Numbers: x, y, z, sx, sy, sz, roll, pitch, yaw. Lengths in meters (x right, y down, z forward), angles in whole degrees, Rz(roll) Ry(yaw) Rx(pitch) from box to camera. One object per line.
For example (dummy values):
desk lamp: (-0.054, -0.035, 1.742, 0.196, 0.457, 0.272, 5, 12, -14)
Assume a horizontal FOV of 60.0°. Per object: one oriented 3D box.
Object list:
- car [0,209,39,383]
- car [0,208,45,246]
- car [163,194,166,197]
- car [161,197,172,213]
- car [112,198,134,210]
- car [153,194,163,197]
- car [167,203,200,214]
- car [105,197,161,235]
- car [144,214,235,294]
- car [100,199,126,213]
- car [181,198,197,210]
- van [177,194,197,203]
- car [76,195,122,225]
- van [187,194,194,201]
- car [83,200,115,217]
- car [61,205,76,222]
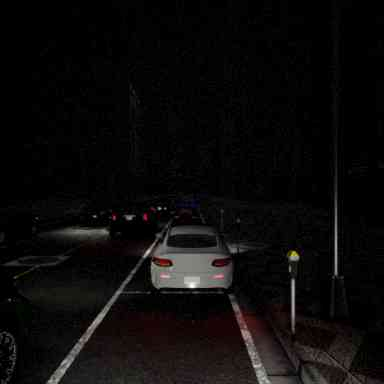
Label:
car: (-3.050, 1.223, 1.703, 2.150, 2.045, 5.566, 0, 0, 0)
car: (-8.916, 1.546, 15.728, 1.887, 1.381, 4.507, 0, 0, 0)
car: (-8.906, 1.586, 92.029, 1.887, 1.381, 4.507, 0, 0, 0)
car: (-3.047, 1.551, 32.957, 2.033, 1.411, 5.357, 0, 0, 0)
car: (-8.922, 1.550, 43.355, 1.887, 1.381, 4.507, 0, 0, 0)
car: (-8.912, 1.555, 81.278, 1.752, 1.417, 4.829, 0, 0, 0)
car: (-0.370, 1.584, 21.237, 1.802, 1.307, 4.206, 0, 0, 0)
car: (-3.146, 1.354, 18.814, 2.097, 1.767, 4.553, 0, 0, 0)
car: (0.003, 1.526, 8.650, 1.812, 1.442, 4.674, 0, 0, 0)
car: (-8.921, 1.549, 37.830, 1.887, 1.381, 4.507, 0, 0, 0)
car: (-0.367, 1.550, 43.337, 1.887, 1.381, 4.507, 0, 0, 0)
van: (-0.368, 1.345, 32.287, 1.690, 1.788, 3.998, 0, 0, 0)
car: (-6.245, 1.224, 24.146, 2.150, 2.045, 5.566, 0, 0, 0)
van: (-0.380, 1.377, 86.847, 1.690, 1.788, 3.998, 0, 0, 0)
car: (-8.919, 1.548, 32.304, 1.887, 1.381, 4.507, 0, 0, 0)
car: (-8.918, 1.528, 26.609, 1.752, 1.417, 4.829, 0, 0, 0)
